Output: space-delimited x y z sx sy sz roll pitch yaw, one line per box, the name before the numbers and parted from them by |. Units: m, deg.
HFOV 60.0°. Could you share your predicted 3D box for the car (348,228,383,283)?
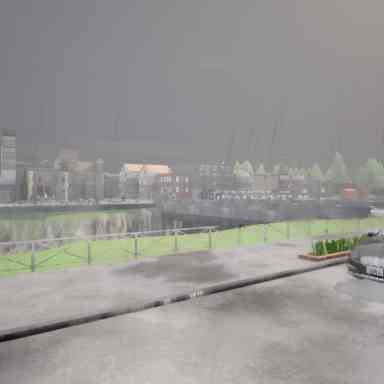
car | 6.067 1.491 8.826 4.902 1.511 2.128 0 0 -36
